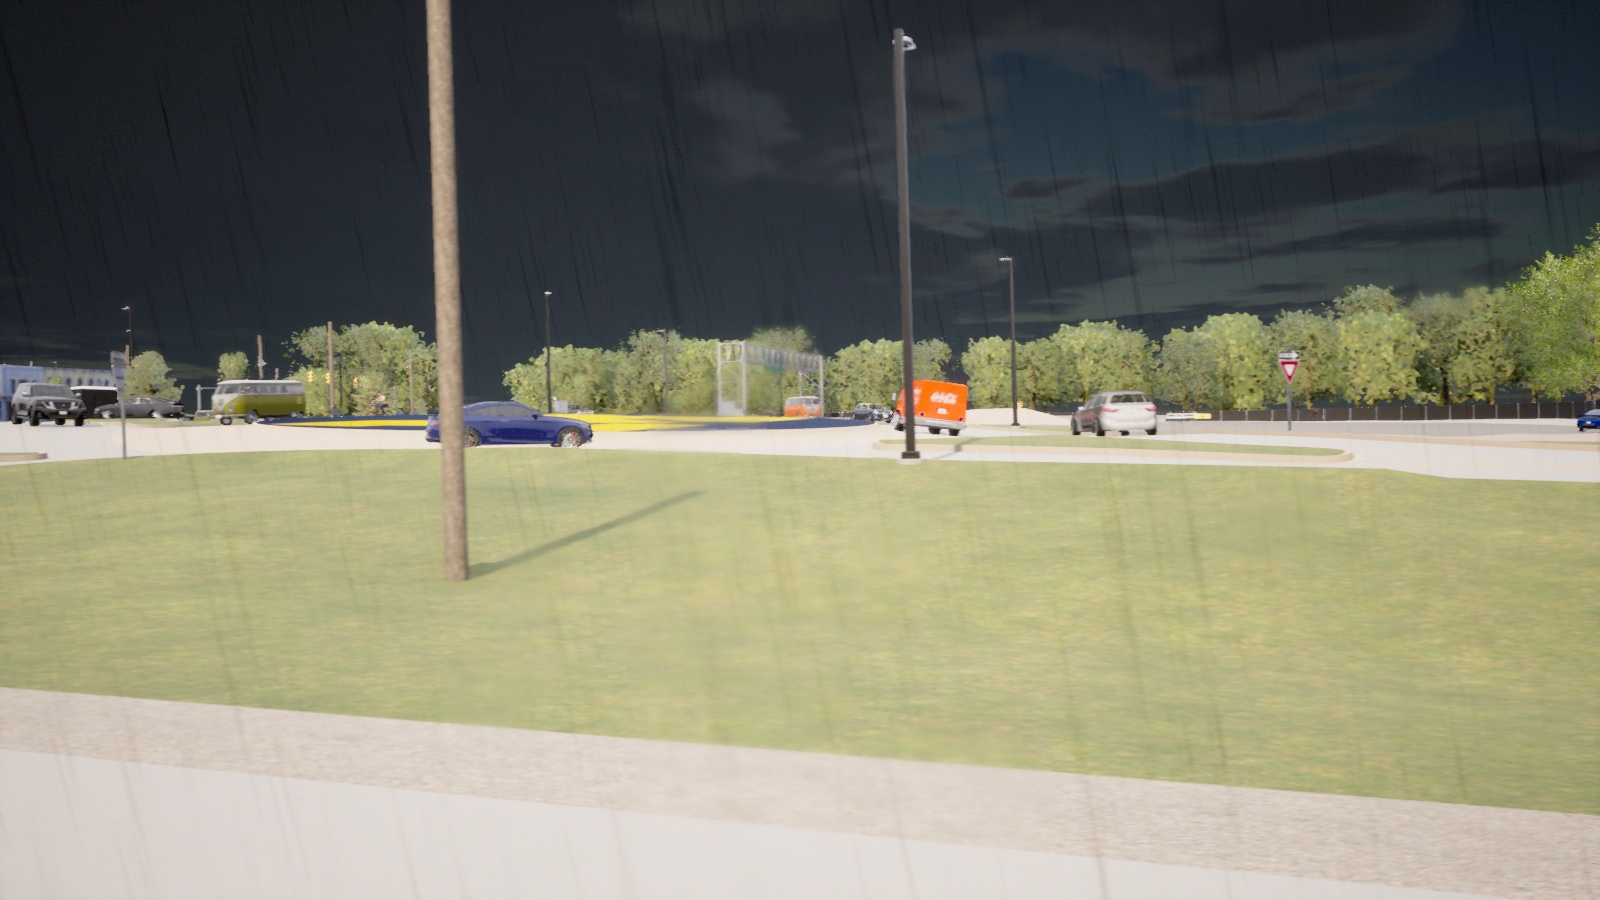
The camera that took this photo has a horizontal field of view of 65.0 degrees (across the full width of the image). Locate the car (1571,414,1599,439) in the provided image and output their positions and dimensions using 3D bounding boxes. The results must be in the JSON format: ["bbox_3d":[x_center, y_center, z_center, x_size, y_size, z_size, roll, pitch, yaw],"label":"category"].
[{"bbox_3d":[51.551,-1.495,80.068,5.008,1.535,1.882,0,3,-31],"label":"car"}]

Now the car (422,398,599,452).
[{"bbox_3d":[-8.231,-0.720,35.695,4.674,1.442,1.812,-1,1,-20],"label":"car"}]

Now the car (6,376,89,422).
[{"bbox_3d":[-35.809,-2.439,59.690,2.150,2.045,5.566,0,3,-44],"label":"car"}]

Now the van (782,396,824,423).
[{"bbox_3d":[0.217,-3.067,95.455,1.775,1.987,4.442,1,1,-19],"label":"van"}]

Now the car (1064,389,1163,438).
[{"bbox_3d":[11.694,-1.324,47.162,2.242,1.667,4.611,-1,0,-4],"label":"car"}]

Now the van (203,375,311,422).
[{"bbox_3d":[-24.308,-2.320,56.388,1.775,1.987,4.442,-1,2,22],"label":"van"}]

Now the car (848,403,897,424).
[{"bbox_3d":[5.341,-2.716,92.699,1.970,1.475,3.806,0,2,-26],"label":"car"}]

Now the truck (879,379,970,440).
[{"bbox_3d":[5.809,-1.925,59.458,2.627,2.467,5.204,7,1,-10],"label":"truck"}]

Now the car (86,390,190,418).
[{"bbox_3d":[-38.291,-2.638,72.678,4.902,1.511,2.128,0,0,0],"label":"car"}]
